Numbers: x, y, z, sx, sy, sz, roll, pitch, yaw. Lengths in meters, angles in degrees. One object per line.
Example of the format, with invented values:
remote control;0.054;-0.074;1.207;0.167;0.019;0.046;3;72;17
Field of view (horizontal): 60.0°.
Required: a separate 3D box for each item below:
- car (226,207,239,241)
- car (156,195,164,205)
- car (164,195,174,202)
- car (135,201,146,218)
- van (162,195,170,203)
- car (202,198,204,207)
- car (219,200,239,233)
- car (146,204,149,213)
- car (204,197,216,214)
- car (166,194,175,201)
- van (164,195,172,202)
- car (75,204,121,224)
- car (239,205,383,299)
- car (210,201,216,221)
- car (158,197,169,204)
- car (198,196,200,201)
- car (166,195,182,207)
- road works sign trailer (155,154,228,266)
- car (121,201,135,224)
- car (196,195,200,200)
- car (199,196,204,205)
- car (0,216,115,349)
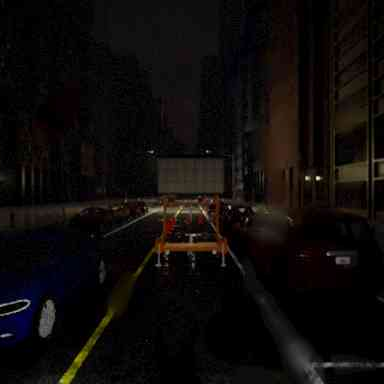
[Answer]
car;2.725;1.563;14.286;1.752;1.417;4.829;0;0;0
car;-5.938;1.642;65.184;1.967;1.590;4.097;0;0;0
car;-5.999;1.595;87.895;2.192;1.841;5.009;0;0;0
car;-5.845;1.633;31.120;1.887;1.381;4.507;0;0;0
van;-5.968;1.582;76.540;1.690;1.788;3.998;0;0;0
car;2.649;1.691;42.503;1.947;1.339;4.313;0;0;0
car;2.710;1.494;19.794;1.967;1.590;4.097;0;0;0
car;-5.861;1.672;36.798;1.947;1.339;4.313;0;0;0
car;2.664;1.547;36.826;1.967;1.590;4.097;0;0;0
car;-6.014;1.615;93.573;2.192;1.841;5.009;0;0;0
van;-5.984;1.602;82.217;1.690;1.788;3.998;0;0;0
car;-5.815;1.598;19.766;1.887;1.381;4.507;0;0;0
car;2.741;1.337;8.438;2.192;1.841;5.009;0;0;0
car;2.695;1.615;25.471;1.887;1.381;4.507;0;0;0
car;-5.953;1.772;70.862;2.008;1.369;4.403;0;0;0
car;2.603;1.748;59.535;1.947;1.339;4.313;0;0;0
car;-3.152;1.677;54.947;1.837;1.490;4.892;0;-1;0
road works sign trailer;-0.030;0.495;11.640;2.380;3.560;2.880;0;0;0
car;-5.830;1.595;25.273;1.752;1.417;4.829;0;0;0
car;2.542;1.842;82.246;1.802;1.307;4.206;0;0;0
car;2.618;1.603;53.858;1.967;1.590;4.097;0;0;0
car;-3.116;1.495;6.642;1.882;1.535;5.008;0;0;0
